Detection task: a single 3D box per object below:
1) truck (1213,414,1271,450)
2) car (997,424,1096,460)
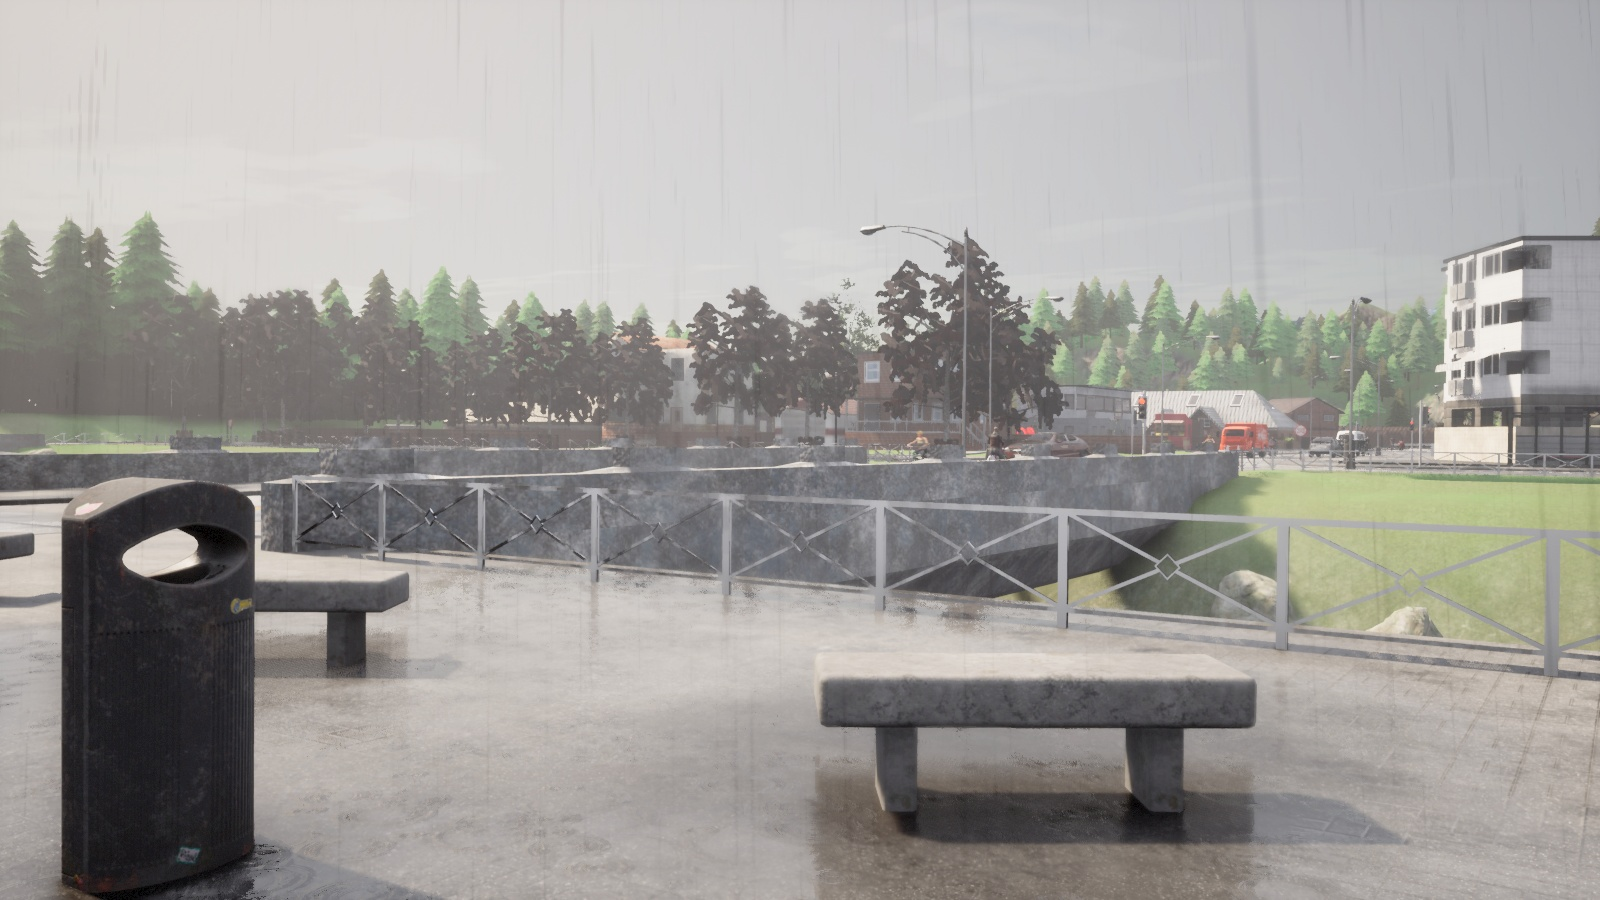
[{"bbox_3d":[31.226,-1.248,88.597,2.627,2.467,5.204,0,1,34],"label":"truck"},{"bbox_3d":[11.607,-0.400,58.954,2.152,1.651,5.027,0,1,44],"label":"car"}]
